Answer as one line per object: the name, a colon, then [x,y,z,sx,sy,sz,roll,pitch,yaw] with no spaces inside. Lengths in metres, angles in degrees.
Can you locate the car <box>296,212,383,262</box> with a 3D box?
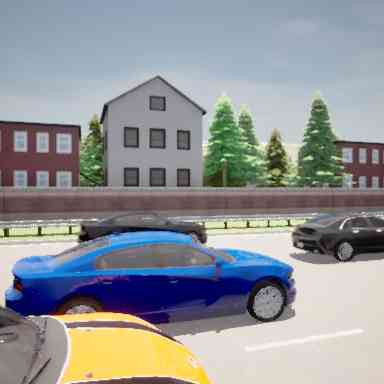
car: [5.895,1.499,11.832,4.892,1.490,1.837,0,0,-18]

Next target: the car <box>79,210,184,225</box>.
car: [-1.862,1.471,12.975,5.008,1.535,1.882,0,0,-18]

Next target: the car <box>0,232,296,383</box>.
car: [-1.938,1.353,1.902,4.553,1.767,2.097,0,0,-18]

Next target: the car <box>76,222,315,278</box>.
car: [-0.518,1.474,6.049,5.008,1.535,1.882,0,0,-18]
